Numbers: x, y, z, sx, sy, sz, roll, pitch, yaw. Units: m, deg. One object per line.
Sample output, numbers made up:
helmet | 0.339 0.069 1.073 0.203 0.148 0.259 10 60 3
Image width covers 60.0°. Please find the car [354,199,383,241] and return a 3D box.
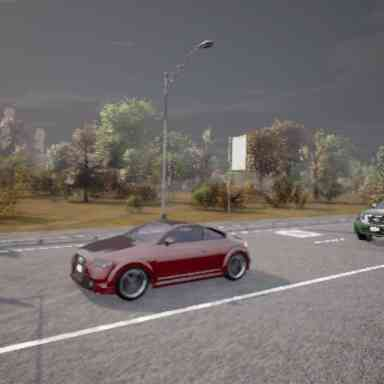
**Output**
car | 9.432 1.127 14.446 5.566 2.045 2.150 1 1 -33

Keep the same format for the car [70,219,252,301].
car | -0.605 1.373 7.829 4.181 1.385 1.994 0 1 -33
